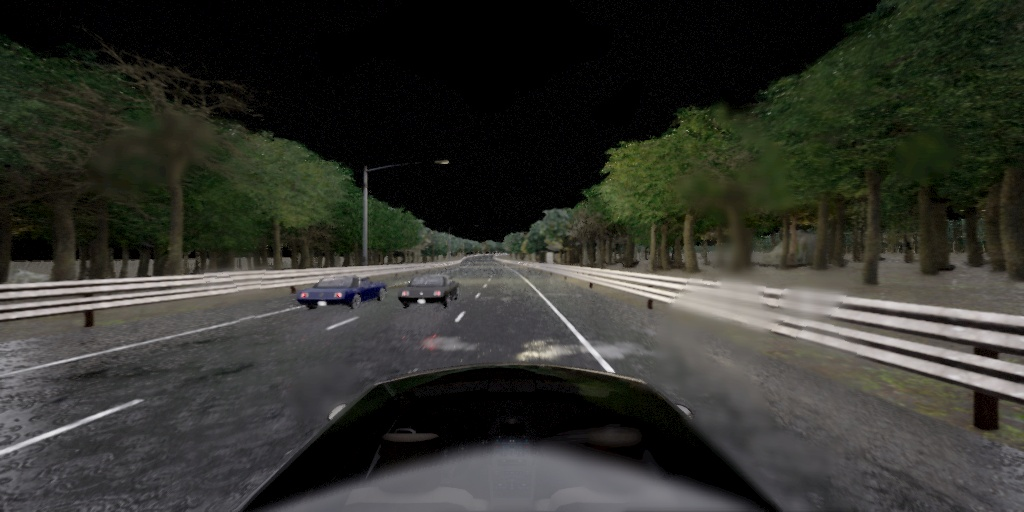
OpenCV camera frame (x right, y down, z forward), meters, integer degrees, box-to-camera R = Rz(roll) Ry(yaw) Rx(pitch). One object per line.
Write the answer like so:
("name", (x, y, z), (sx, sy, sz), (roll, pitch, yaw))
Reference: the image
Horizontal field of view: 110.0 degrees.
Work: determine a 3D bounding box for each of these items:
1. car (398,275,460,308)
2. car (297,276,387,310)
("car", (-3.486, 1.487, 16.005), (1.895, 1.301, 4.718), (0, -1, -1))
("car", (-6.979, 1.486, 15.383), (1.895, 1.301, 4.718), (0, -1, -1))
